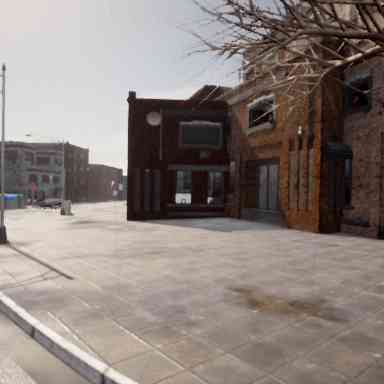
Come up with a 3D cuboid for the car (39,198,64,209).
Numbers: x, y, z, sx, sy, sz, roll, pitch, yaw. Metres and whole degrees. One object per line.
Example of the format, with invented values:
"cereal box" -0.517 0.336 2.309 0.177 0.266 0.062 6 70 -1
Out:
"car" -19.992 1.601 47.543 1.882 1.535 5.008 1 0 2
